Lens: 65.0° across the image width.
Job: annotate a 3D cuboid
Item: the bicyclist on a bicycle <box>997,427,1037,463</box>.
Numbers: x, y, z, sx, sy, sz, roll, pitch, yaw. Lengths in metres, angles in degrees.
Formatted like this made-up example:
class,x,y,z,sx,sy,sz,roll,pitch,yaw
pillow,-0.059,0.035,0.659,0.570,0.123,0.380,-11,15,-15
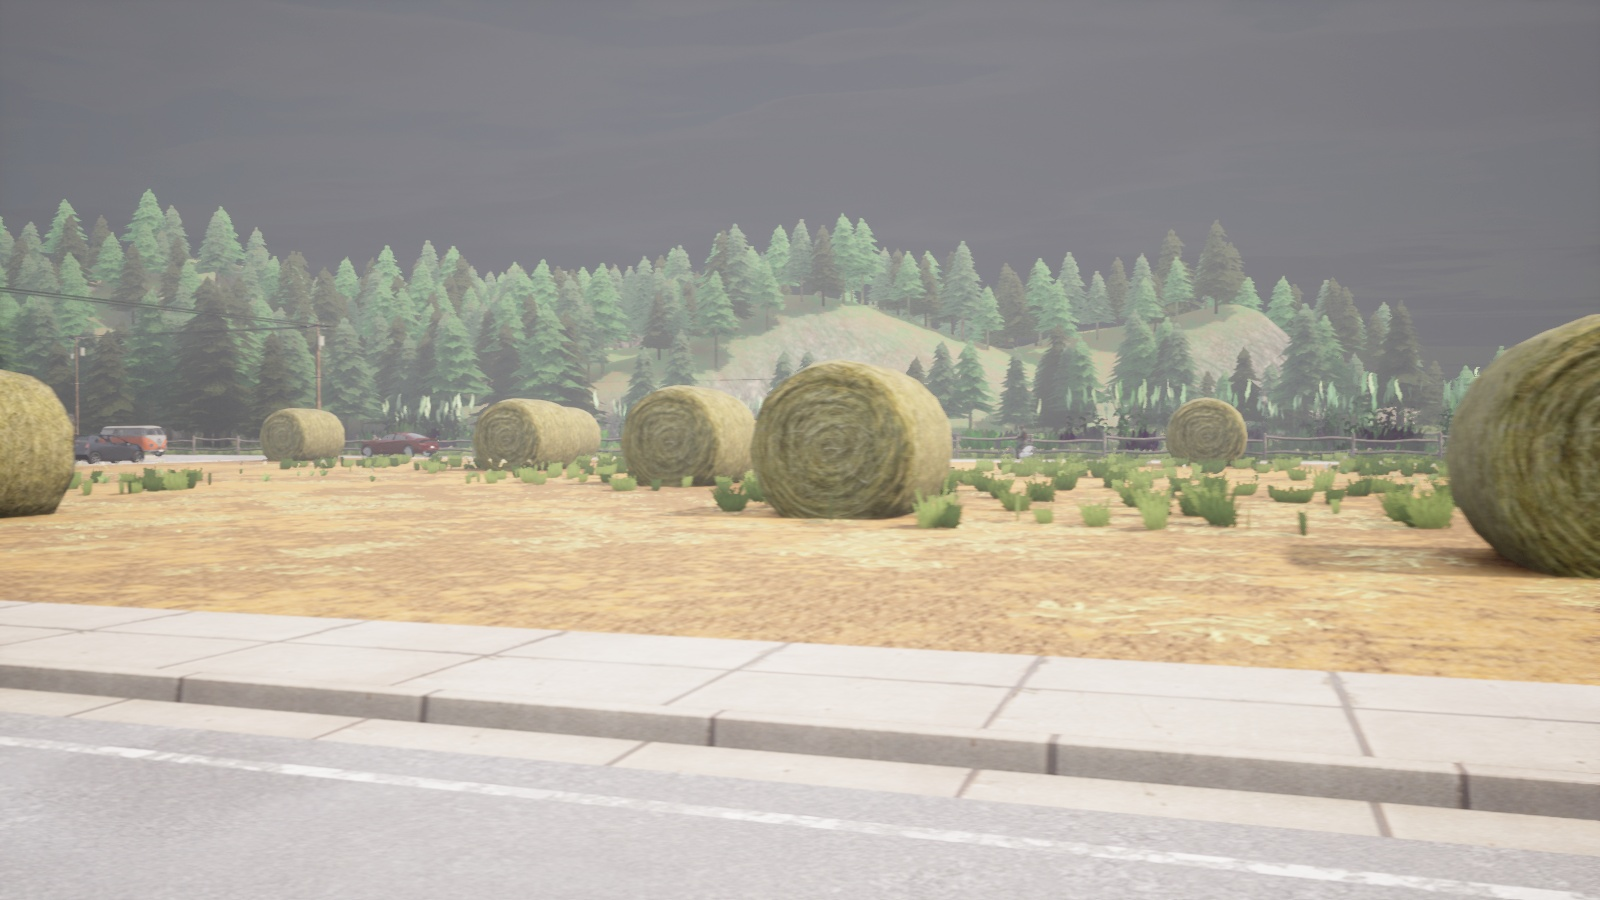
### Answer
class,x,y,z,sx,sy,sz,roll,pitch,yaw
bicyclist on a bicycle,10.654,-0.259,61.718,1.843,1.776,0.659,1,1,22

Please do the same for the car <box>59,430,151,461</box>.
class,x,y,z,sx,sy,sz,roll,pitch,yaw
car,-33.917,-0.243,61.366,1.845,1.501,3.633,1,1,20

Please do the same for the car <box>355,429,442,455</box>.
class,x,y,z,sx,sy,sz,roll,pitch,yaw
car,-24.351,-0.514,76.141,5.008,1.535,1.882,1,1,22

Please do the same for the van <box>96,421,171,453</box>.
class,x,y,z,sx,sy,sz,roll,pitch,yaw
van,-42.298,-0.865,79.747,4.442,1.987,1.775,1,1,22
